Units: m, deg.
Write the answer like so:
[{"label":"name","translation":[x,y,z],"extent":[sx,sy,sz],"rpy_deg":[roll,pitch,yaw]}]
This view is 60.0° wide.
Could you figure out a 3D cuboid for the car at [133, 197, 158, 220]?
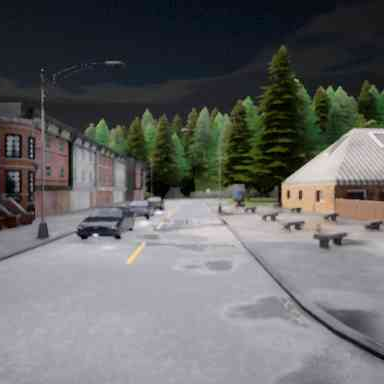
[{"label":"car","translation":[-4.066,1.332,26.336],"extent":[1.812,1.442,4.674],"rpy_deg":[0,0,0]}]

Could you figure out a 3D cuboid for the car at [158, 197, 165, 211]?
[{"label":"car","translation":[-4.025,1.257,36.621],"extent":[1.812,1.442,4.674],"rpy_deg":[0,0,1]}]

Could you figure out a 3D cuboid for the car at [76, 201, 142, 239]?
[{"label":"car","translation":[-4.072,1.424,16.723],"extent":[2.033,1.411,5.357],"rpy_deg":[0,0,0]}]
